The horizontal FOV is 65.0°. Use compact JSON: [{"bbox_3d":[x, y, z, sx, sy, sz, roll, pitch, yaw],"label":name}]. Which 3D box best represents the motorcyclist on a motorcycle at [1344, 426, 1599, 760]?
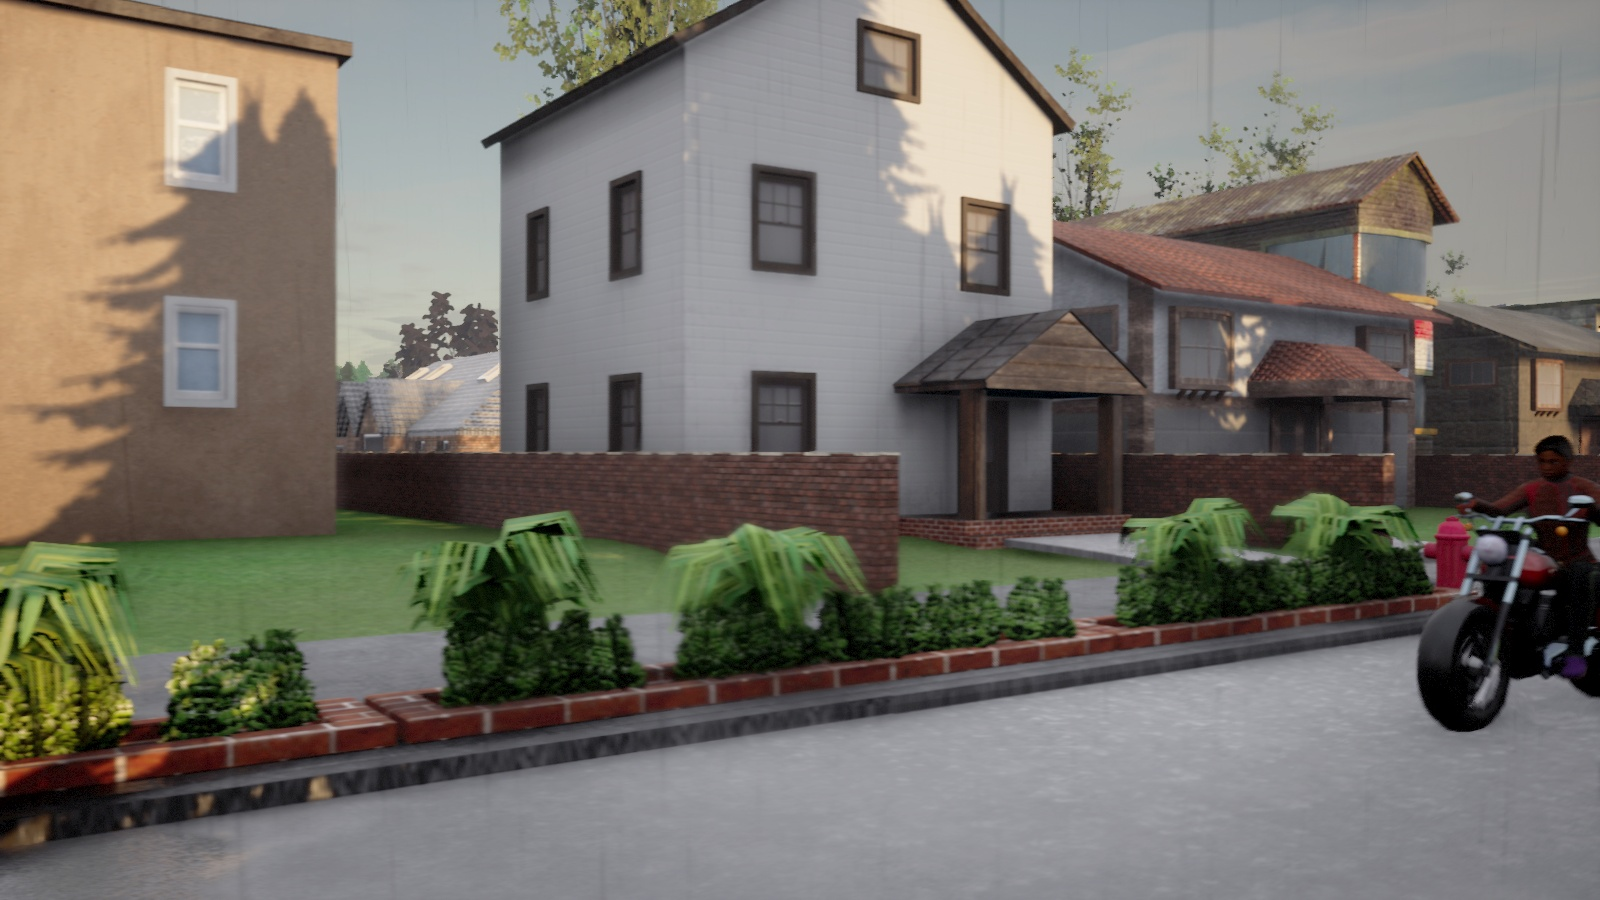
[{"bbox_3d":[4.145,0.704,7.185,2.350,1.649,0.766,0,0,-35],"label":"motorcyclist on a motorcycle"}]
